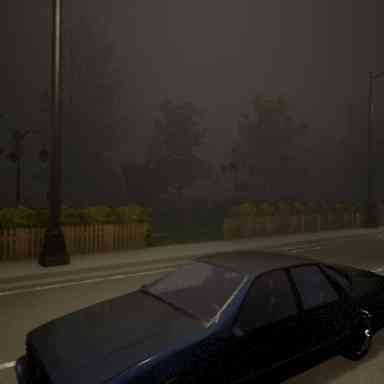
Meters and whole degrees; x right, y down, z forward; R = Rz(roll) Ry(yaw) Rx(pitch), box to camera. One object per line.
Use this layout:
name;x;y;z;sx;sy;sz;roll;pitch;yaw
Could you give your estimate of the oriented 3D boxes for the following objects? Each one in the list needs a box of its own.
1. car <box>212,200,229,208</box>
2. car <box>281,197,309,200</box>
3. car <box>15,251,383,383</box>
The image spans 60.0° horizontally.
car;5.418;1.944;52.759;2.033;1.411;5.357;1;0;-36
car;13.465;1.620;41.686;2.150;2.045;5.566;1;0;-36
car;0.711;1.583;4.499;5.357;1.411;2.033;1;0;-35
